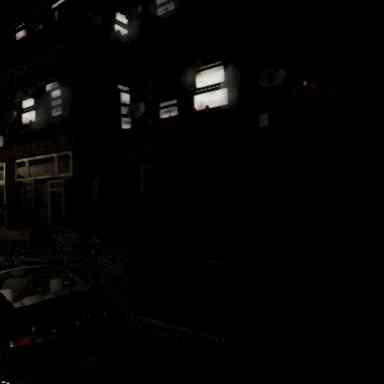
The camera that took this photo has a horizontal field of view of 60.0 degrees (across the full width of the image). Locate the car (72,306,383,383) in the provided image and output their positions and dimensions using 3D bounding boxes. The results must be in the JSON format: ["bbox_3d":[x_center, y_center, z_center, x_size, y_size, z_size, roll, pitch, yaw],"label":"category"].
[{"bbox_3d":[1.636,1.534,1.595,4.507,1.381,1.887,-1,-2,35],"label":"car"}]

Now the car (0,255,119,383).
[{"bbox_3d":[-2.892,1.601,4.772,4.403,1.369,2.008,-1,-2,35],"label":"car"}]
